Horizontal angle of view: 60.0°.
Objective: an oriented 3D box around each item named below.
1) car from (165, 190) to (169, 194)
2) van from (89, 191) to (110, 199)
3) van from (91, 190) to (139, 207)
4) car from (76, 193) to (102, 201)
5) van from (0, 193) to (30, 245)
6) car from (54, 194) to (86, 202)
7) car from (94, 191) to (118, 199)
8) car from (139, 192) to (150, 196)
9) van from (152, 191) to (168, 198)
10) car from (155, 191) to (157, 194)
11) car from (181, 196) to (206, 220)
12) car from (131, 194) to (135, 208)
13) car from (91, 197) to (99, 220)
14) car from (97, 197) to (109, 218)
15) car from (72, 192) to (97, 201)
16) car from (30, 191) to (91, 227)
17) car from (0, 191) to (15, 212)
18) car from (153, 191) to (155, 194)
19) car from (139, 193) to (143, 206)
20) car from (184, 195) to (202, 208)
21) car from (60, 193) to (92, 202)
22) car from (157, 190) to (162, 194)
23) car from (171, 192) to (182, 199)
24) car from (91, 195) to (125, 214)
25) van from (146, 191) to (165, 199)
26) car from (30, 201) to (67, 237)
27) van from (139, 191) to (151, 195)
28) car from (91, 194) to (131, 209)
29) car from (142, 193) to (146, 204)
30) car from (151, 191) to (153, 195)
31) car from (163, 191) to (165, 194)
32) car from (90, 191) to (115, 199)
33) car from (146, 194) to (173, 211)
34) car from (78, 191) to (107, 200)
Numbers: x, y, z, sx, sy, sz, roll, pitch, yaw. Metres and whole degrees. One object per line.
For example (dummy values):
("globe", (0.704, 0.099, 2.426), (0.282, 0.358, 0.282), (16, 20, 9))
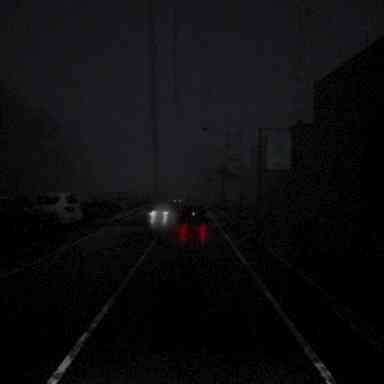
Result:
("car", (-8.892, 0.740, 79.988), (5.566, 2.045, 2.435), (0, 0, 0))
("van", (-22.116, 0.770, 79.409), (4.442, 1.987, 1.878), (0, 0, 0))
("van", (-8.758, 0.969, 37.938), (4.442, 1.987, 1.878), (0, 0, 0))
("car", (-21.961, 1.065, 71.084), (4.792, 1.488, 2.163), (0, 0, 0))
("van", (-8.965, 1.135, 12.711), (4.442, 1.987, 1.878), (0, 0, 0))
("car", (-21.984, 1.090, 59.980), (4.892, 1.521, 2.231), (0, 0, 0))
("car", (-21.976, 0.712, 84.962), (5.566, 2.045, 2.435), (0, 0, 0))
("car", (-8.879, 1.154, 46.349), (5.008, 1.535, 2.097), (0, 0, 0))
("van", (-9.051, 0.657, 94.009), (4.442, 1.987, 1.878), (0, 1, 0))
("car", (-8.865, 0.974, 57.562), (4.553, 1.767, 2.185), (0, 0, 0))
("car", (0.109, 1.320, 25.541), (1.812, 1.442, 4.674), (0, 0, 0))
("car", (-8.901, 1.238, 35.136), (4.792, 1.488, 2.163), (0, 0, 0))
("car", (-8.853, 1.294, 21.127), (4.892, 1.521, 2.231), (0, 0, 0))
("car", (-8.831, 1.302, 23.925), (4.792, 1.488, 2.163), (0, 0, 0))
("car", (-22.018, 0.923, 68.306), (4.553, 1.767, 2.185), (0, 0, 0))
("car", (-8.883, 1.064, 18.318), (5.566, 2.045, 2.435), (0, 0, 0))
("car", (-21.923, 0.960, 34.756), (5.566, 2.045, 2.435), (0, 0, 0))
("car", (-8.862, 0.988, 54.758), (4.553, 1.767, 2.185), (0, 0, 0))
("car", (-8.849, 1.211, 40.743), (4.792, 1.488, 2.163), (0, 0, 0))
("car", (0.112, 1.194, 42.225), (2.128, 1.511, 4.902), (0, 0, 0))
("car", (-21.796, 1.073, 62.757), (5.366, 1.575, 1.946), (0, 0, 0))
("car", (-8.871, 0.835, 60.364), (5.566, 2.045, 2.435), (0, 0, 0))
("car", (-3.227, 0.857, 77.493), (2.033, 1.411, 5.357), (0, 0, 0))
("car", (-8.861, 1.236, 29.533), (5.008, 1.535, 2.097), (0, 0, 0))
("van", (-9.040, 0.752, 82.788), (4.442, 1.987, 1.878), (0, 0, 0))
("car", (-8.846, 1.338, 15.517), (5.008, 1.535, 2.097), (0, 0, 0))
("van", (-8.770, 0.915, 49.151), (4.442, 1.987, 1.878), (0, 0, 0))
("car", (-9.055, 1.219, 32.333), (5.366, 1.575, 1.946), (0, 0, 0))
("car", (-8.852, 1.197, 43.546), (4.792, 1.488, 2.163), (0, 0, 0))
("car", (-8.921, 1.001, 51.955), (4.553, 1.767, 2.185), (0, 0, 0))
("car", (-8.905, 1.033, 71.578), (4.892, 1.521, 2.231), (0, 0, 0))
("car", (-22.031, 0.731, 82.185), (5.566, 2.045, 2.435), (0, 0, 0))
("car", (-3.337, 1.281, 35.874), (2.033, 1.411, 5.357), (0, 0, 0))
("car", (-22.022, 0.771, 73.858), (5.566, 2.045, 2.435), (0, 0, 0))
